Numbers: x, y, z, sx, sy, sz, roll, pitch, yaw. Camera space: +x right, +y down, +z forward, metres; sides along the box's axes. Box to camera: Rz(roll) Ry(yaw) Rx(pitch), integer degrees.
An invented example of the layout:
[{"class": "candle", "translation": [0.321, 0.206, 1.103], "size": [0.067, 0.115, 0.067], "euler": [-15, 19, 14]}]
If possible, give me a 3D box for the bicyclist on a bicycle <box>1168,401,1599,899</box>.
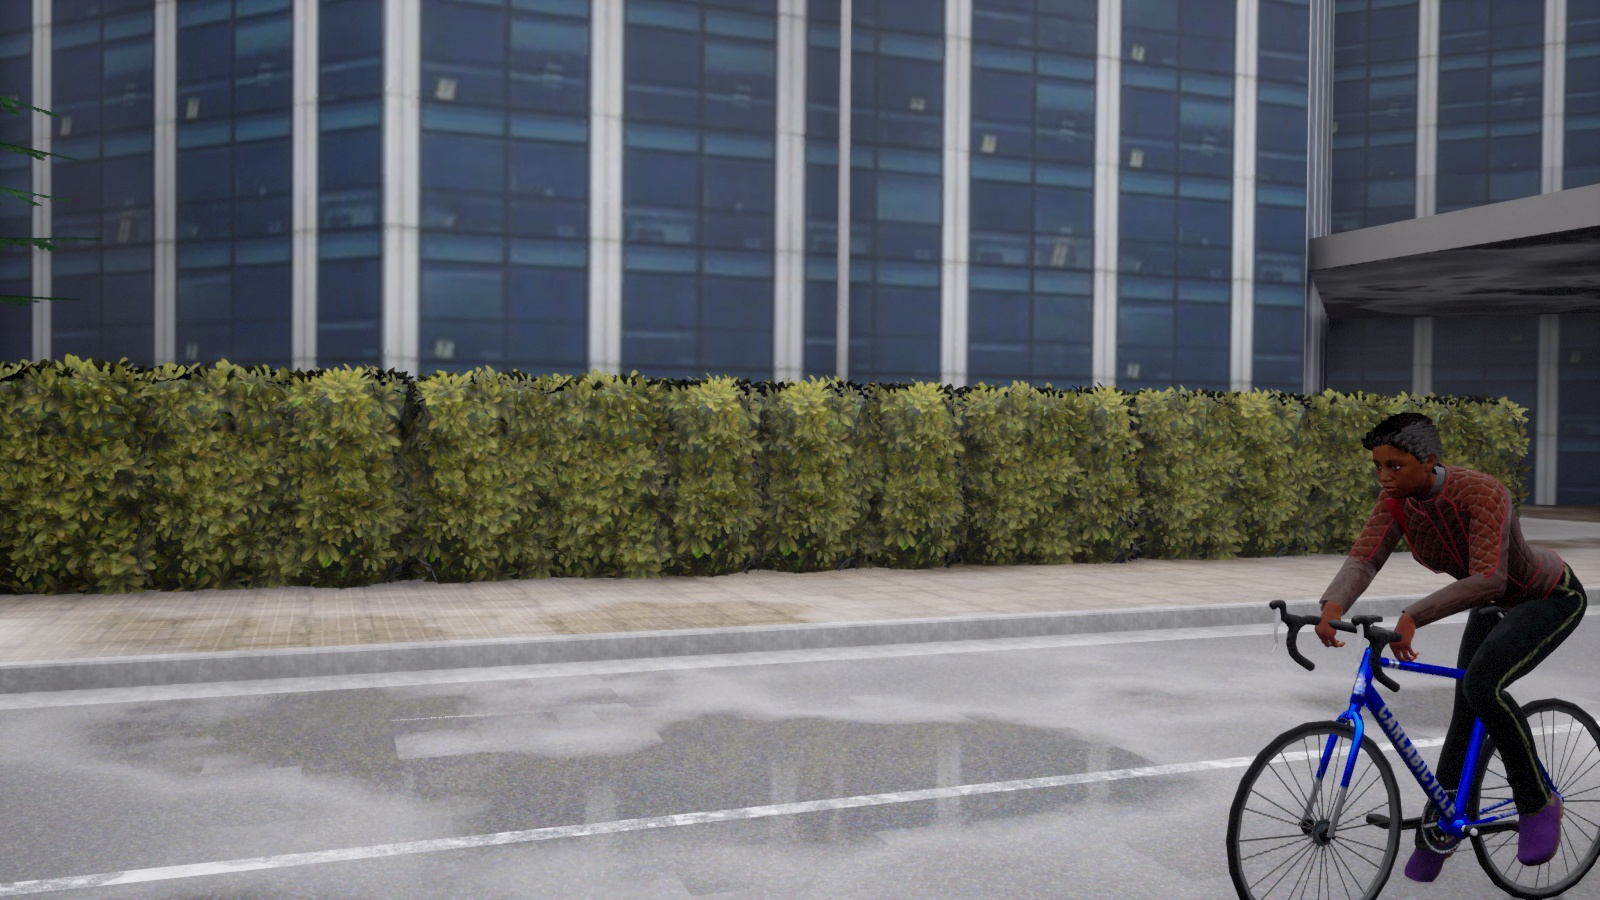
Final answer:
[{"class": "bicyclist on a bicycle", "translation": [2.059, 0.663, 4.021], "size": [1.656, 1.620, 0.582], "euler": [-1, 1, -21]}]
